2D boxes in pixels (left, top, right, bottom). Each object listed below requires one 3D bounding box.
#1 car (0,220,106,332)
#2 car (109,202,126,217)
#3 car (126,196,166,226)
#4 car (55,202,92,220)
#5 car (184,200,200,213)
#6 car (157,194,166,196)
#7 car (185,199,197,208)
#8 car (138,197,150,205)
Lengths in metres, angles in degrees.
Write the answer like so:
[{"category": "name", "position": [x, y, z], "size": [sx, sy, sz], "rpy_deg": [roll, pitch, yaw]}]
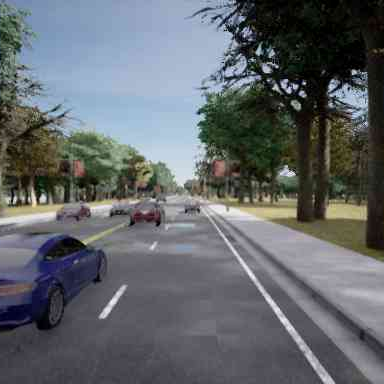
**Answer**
[{"category": "car", "position": [-3.152, 1.544, 6.823], "size": [1.812, 1.442, 4.674], "rpy_deg": [0, 0, 0]}, {"category": "car", "position": [-6.632, 1.680, 32.166], "size": [1.994, 1.385, 4.181], "rpy_deg": [0, 0, 0]}, {"category": "car", "position": [-3.162, 1.432, 24.371], "size": [2.097, 1.767, 4.553], "rpy_deg": [0, 0, 0]}, {"category": "car", "position": [-9.868, 1.623, 28.130], "size": [1.812, 1.442, 4.674], "rpy_deg": [0, 0, 0]}, {"category": "car", "position": [0.030, 1.705, 39.894], "size": [2.033, 1.411, 5.357], "rpy_deg": [0, 0, -1]}, {"category": "car", "position": [-6.845, 1.426, 73.421], "size": [2.150, 2.045, 5.566], "rpy_deg": [0, 0, -1]}, {"category": "car", "position": [-0.142, 1.833, 52.216], "size": [1.895, 1.301, 4.718], "rpy_deg": [0, 0, 0]}, {"category": "car", "position": [-10.058, 1.821, 70.157], "size": [1.882, 1.535, 5.008], "rpy_deg": [0, 0, -1]}]
